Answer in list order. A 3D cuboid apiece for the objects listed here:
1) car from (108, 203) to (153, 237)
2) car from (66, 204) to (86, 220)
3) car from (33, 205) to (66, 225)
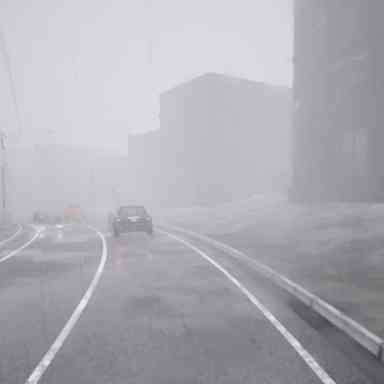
[{"bbox_3d":[-3.718,1.517,19.413,2.097,1.767,4.553,-1,-1,-19],"label":"car"},{"bbox_3d":[-13.613,2.118,37.211,2.097,1.767,4.553,-3,-1,-38],"label":"car"},{"bbox_3d":[-13.522,2.212,30.949,1.812,1.442,4.674,-2,-1,-35],"label":"car"}]
